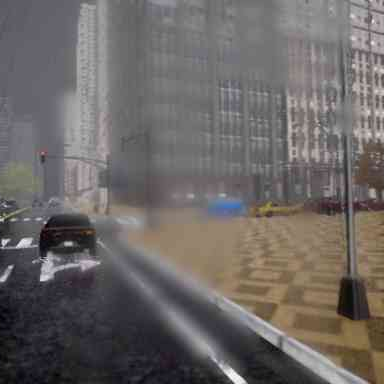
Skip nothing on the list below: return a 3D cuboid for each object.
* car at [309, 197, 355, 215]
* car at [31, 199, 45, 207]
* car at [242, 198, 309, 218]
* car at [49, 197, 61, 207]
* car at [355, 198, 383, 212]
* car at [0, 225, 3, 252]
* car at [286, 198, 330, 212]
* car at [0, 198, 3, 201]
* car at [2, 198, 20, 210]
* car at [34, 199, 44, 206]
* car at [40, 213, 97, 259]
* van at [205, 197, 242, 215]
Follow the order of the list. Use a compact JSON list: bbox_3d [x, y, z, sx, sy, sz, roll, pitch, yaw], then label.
[{"bbox_3d":[11.784,1.179,29.234,4.097,1.590,1.967,-1,-1,-23],"label":"car"},{"bbox_3d":[-30.217,2.243,64.983,1.812,1.442,4.674,-1,-1,-23],"label":"car"},{"bbox_3d":[6.816,1.337,27.084,4.829,1.417,1.752,-1,-1,-23],"label":"car"},{"bbox_3d":[-27.070,2.226,65.881,2.033,1.411,5.357,-1,-1,-23],"label":"car"},{"bbox_3d":[16.913,1.246,31.447,4.206,1.307,1.802,-1,-1,-23],"label":"car"},{"bbox_3d":[-7.792,1.611,11.400,2.128,1.511,4.902,-1,0,-22],"label":"car"},{"bbox_3d":[13.490,1.481,38.707,4.829,1.417,1.752,-1,-1,-23],"label":"car"},{"bbox_3d":[-38.161,1.963,67.130,1.837,1.490,4.892,-1,-1,-23],"label":"car"},{"bbox_3d":[-29.301,2.125,54.259,1.837,1.490,4.892,-1,0,-22],"label":"car"},{"bbox_3d":[-34.086,2.260,74.245,1.812,1.442,4.674,-1,-1,-23],"label":"car"},{"bbox_3d":[-4.883,1.573,13.327,1.882,1.535,5.008,-1,0,-19],"label":"car"},{"bbox_3d":[3.373,1.444,34.339,3.998,1.788,1.690,-1,-1,-23],"label":"van"}]
